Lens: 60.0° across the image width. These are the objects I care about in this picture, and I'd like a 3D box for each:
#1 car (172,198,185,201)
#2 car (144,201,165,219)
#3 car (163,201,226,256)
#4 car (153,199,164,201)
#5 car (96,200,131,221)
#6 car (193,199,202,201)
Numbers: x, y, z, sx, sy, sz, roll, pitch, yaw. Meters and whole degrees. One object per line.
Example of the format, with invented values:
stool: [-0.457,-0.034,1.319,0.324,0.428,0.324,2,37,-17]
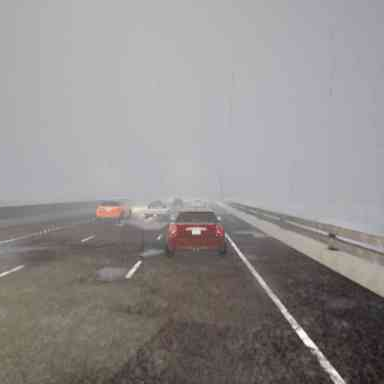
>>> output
car: [-2.388,1.821,58.194,1.837,1.490,4.892,0,0,2]
car: [-3.113,1.744,30.653,1.895,1.301,4.718,0,0,1]
car: [0.162,1.410,13.476,2.097,1.767,4.553,0,0,0]
car: [-5.904,1.874,57.764,1.994,1.385,4.181,0,0,2]
car: [-6.644,1.482,28.752,2.097,1.767,4.553,0,0,1]
car: [0.841,1.786,49.645,1.812,1.442,4.674,0,0,2]
